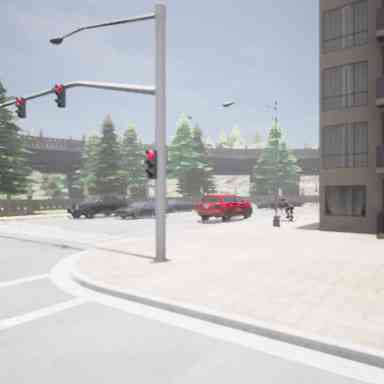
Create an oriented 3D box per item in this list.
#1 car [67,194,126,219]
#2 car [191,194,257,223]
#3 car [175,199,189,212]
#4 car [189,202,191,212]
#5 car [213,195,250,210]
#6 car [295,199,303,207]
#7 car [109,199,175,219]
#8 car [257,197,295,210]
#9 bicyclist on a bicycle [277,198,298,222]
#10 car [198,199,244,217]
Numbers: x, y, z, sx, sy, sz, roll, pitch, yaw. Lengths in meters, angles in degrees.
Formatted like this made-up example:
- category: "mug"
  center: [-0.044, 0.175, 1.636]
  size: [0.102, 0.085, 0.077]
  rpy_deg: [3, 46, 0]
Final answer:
- category: "car"
  center: [-8.085, 1.196, 29.239]
  size: [2.150, 2.045, 5.566]
  rpy_deg: [0, 0, 37]
- category: "car"
  center: [2.640, 1.182, 25.815]
  size: [2.150, 2.045, 5.566]
  rpy_deg: [0, 0, 36]
- category: "car"
  center: [-1.769, 1.521, 37.310]
  size: [2.033, 1.411, 5.357]
  rpy_deg: [0, 0, 39]
- category: "car"
  center: [2.295, 1.570, 36.629]
  size: [1.895, 1.301, 4.718]
  rpy_deg: [0, 0, 43]
- category: "car"
  center: [5.266, 1.323, 43.722]
  size: [4.553, 1.767, 2.097]
  rpy_deg: [0, 0, -34]
- category: "car"
  center: [14.019, 1.530, 48.615]
  size: [4.181, 1.385, 1.994]
  rpy_deg: [0, 0, -20]
- category: "car"
  center: [-4.151, 1.517, 28.691]
  size: [2.033, 1.411, 5.357]
  rpy_deg: [0, 0, 37]
- category: "car"
  center: [10.519, 1.470, 43.090]
  size: [4.892, 1.490, 1.837]
  rpy_deg: [0, 0, -29]
- category: "bicyclist on a bicycle"
  center: [6.464, 1.255, 22.949]
  size: [1.656, 1.620, 0.582]
  rpy_deg: [0, 0, 36]
- category: "car"
  center: [2.867, 1.442, 31.824]
  size: [1.882, 1.535, 5.008]
  rpy_deg: [0, 0, 38]
